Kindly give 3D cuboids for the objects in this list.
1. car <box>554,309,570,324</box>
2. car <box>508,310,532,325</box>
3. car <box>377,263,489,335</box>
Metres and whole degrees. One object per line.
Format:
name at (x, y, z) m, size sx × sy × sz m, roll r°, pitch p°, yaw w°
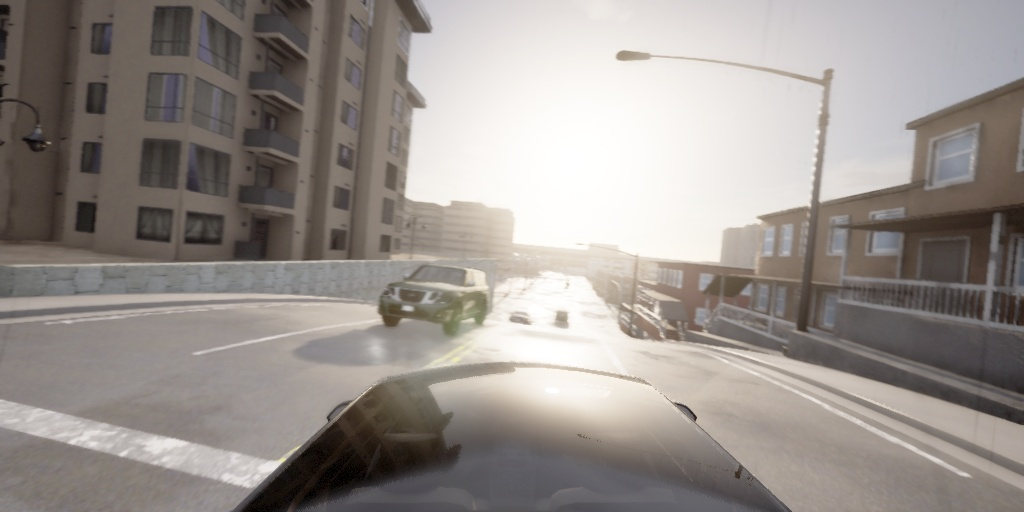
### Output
car at (7.688, 9.130, 54.954) m, size 2.150 × 2.045 × 5.566 m, roll 6°, pitch -2°, yaw 10°
car at (0.833, 5.847, 33.488) m, size 1.812 × 1.442 × 4.674 m, roll 6°, pitch -12°, yaw 9°
car at (-2.261, 1.299, 12.162) m, size 2.150 × 2.045 × 5.566 m, roll 6°, pitch -5°, yaw 10°
